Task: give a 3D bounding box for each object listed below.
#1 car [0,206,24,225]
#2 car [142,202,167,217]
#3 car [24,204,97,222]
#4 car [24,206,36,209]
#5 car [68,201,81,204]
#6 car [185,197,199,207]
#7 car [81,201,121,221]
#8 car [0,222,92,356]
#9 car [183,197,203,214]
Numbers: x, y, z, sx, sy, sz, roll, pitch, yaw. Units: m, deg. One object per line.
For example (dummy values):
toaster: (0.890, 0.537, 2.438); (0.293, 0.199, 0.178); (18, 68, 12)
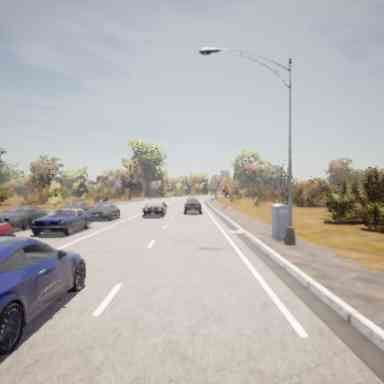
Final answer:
car: (-7.071, 1.341, 9.478); (2.097, 1.767, 4.553); (0, 0, -1)
car: (-3.403, 1.565, 31.136); (1.895, 1.301, 4.718); (0, 0, 0)
car: (-7.064, 1.579, 18.468); (1.895, 1.301, 4.718); (0, 0, 1)
car: (-10.531, 1.540, 20.624); (1.994, 1.385, 4.181); (0, 0, 2)
car: (-10.503, 1.529, 30.371); (1.994, 1.385, 4.181); (0, 0, 0)
car: (0.045, 1.505, 51.669); (1.994, 1.385, 4.181); (0, 0, 1)
car: (-7.029, 1.533, 26.699); (1.994, 1.385, 4.181); (0, 0, 0)
car: (-3.400, 1.519, 5.897); (1.812, 1.442, 4.674); (0, 0, 0)
car: (0.095, 1.463, 35.037); (1.837, 1.490, 4.892); (0, 0, 0)
